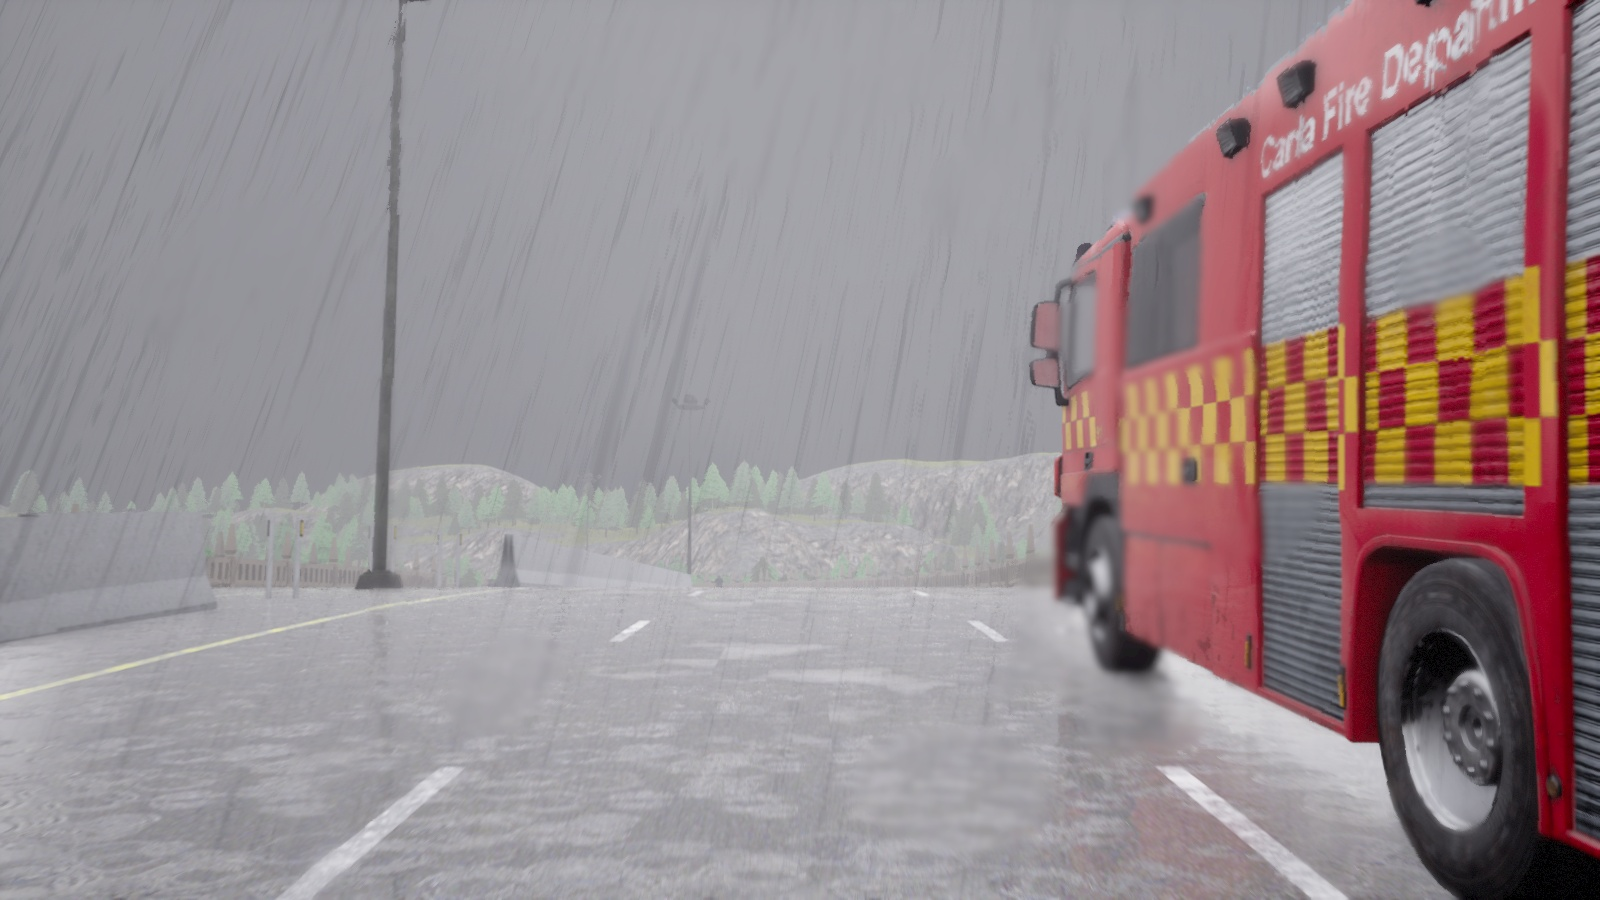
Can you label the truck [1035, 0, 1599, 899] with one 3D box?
[{"bbox_3d":[3.557,-0.311,7.147,2.891,3.827,8.468,0,-1,0],"label":"truck"}]
